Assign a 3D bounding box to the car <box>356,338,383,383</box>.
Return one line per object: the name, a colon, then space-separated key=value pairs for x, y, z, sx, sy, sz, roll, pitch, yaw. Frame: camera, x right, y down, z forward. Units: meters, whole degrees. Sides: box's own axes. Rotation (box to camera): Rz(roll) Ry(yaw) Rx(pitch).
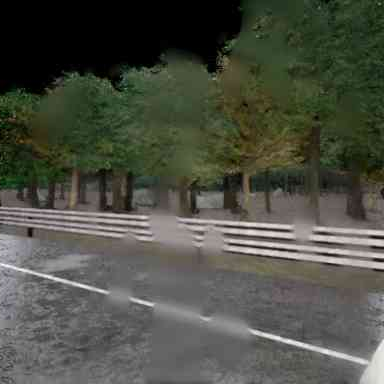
car: x=3.383 y=1.608 z=1.579 sx=4.718 sy=1.301 sz=1.895 roll=0 pitch=0 yaw=35
